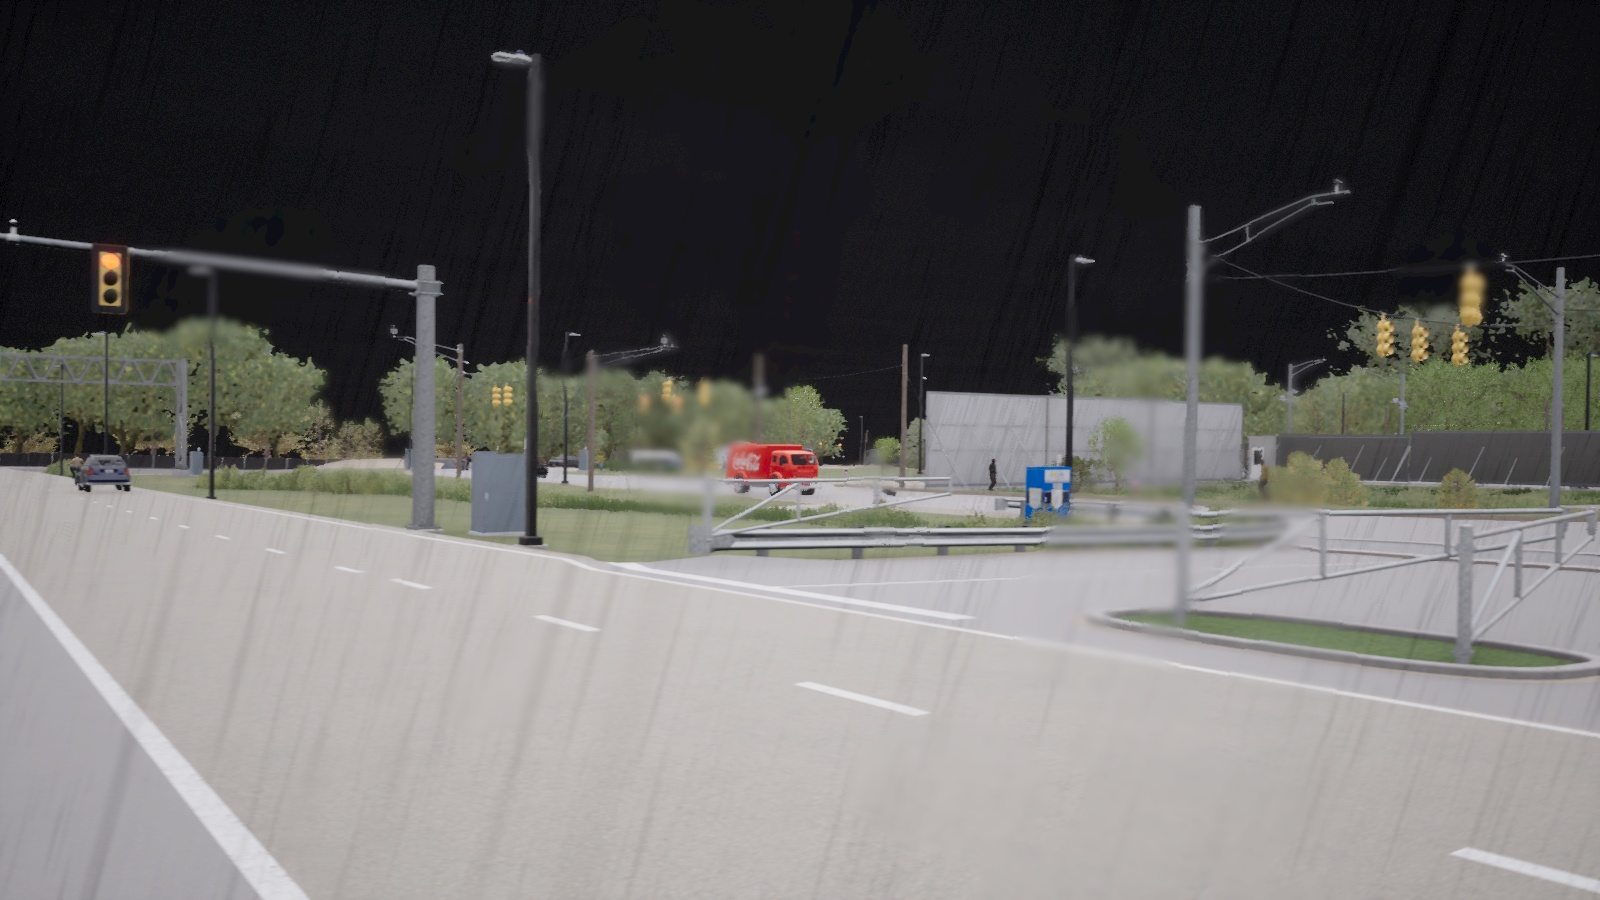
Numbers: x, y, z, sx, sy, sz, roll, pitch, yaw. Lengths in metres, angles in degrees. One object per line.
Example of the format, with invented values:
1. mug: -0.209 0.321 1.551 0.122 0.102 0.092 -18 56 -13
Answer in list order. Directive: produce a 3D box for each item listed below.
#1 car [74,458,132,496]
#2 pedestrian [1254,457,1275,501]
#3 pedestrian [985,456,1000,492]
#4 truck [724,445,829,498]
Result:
1. car: -29.520 1.103 53.156 1.789 1.549 3.705 0 0 -35
2. pedestrian: 19.543 1.212 52.828 0.370 1.835 0.726 0 1 -35
3. pedestrian: 10.290 1.272 67.178 0.395 1.930 0.692 0 1 -36
4. truck: -1.187 0.980 60.973 2.627 2.467 5.204 0 0 -35
